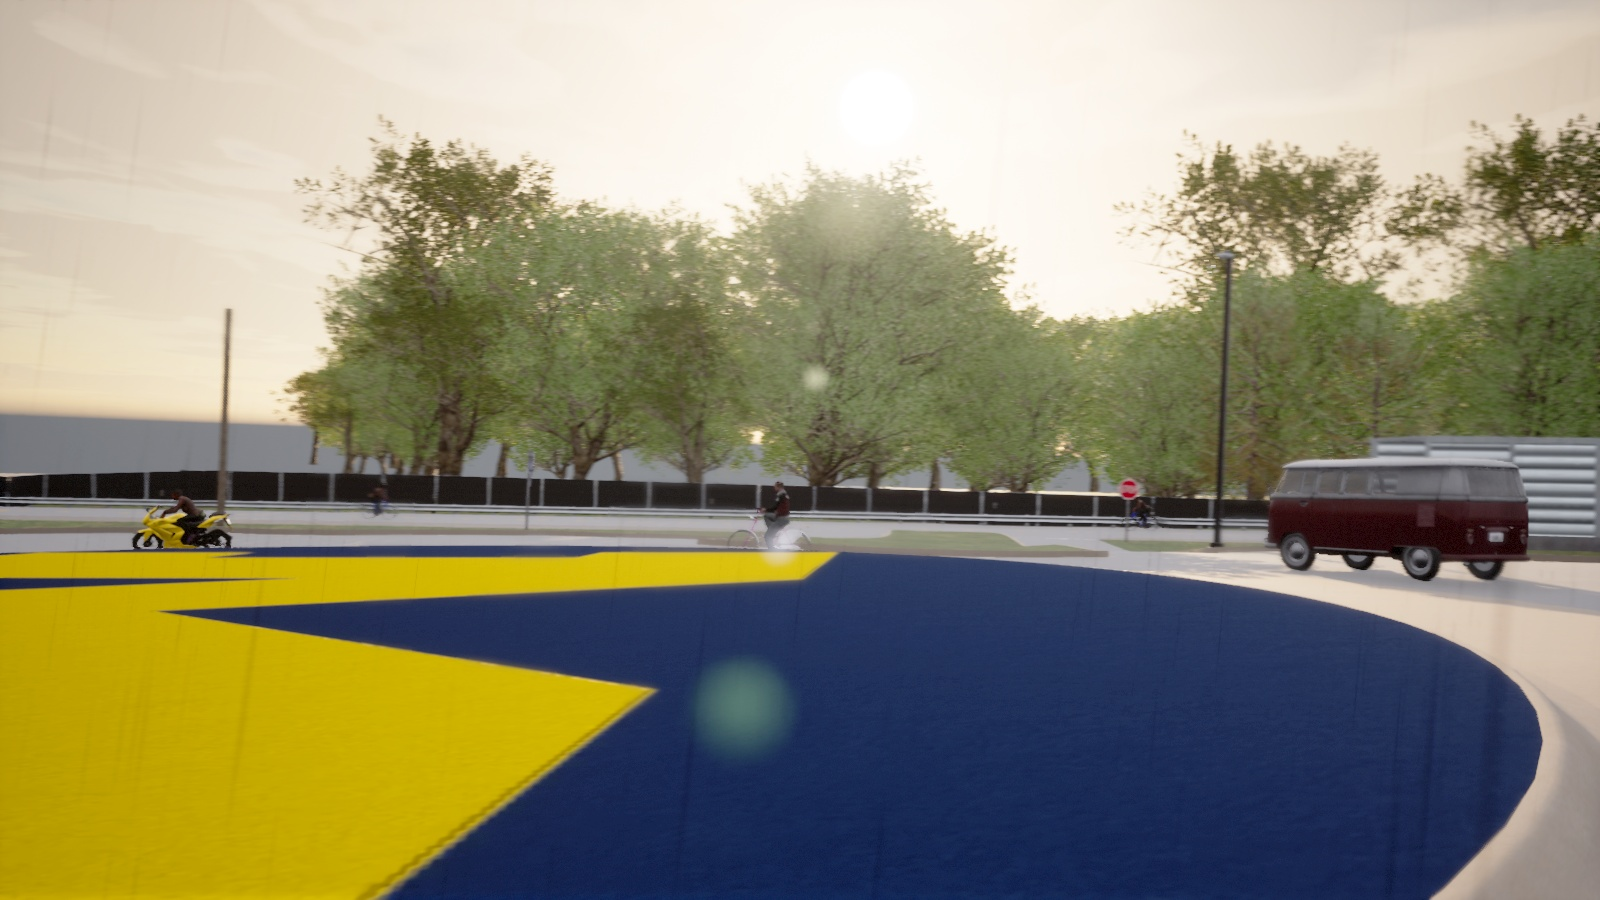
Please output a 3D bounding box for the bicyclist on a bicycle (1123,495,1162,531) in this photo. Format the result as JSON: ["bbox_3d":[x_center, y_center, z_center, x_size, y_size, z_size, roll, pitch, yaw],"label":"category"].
[{"bbox_3d":[15.864,2.905,58.210,1.656,1.620,0.582,0,0,6],"label":"bicyclist on a bicycle"}]

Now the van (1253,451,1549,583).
[{"bbox_3d":[10.012,1.093,21.322,1.775,1.987,4.442,2,-2,-24],"label":"van"}]

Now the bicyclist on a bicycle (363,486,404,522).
[{"bbox_3d":[-19.217,2.500,57.922,1.656,1.620,0.582,1,0,5],"label":"bicyclist on a bicycle"}]

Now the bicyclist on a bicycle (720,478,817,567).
[{"bbox_3d":[-0.660,1.525,26.261,1.843,1.776,0.659,1,-6,16],"label":"bicyclist on a bicycle"}]

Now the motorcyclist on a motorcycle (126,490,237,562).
[{"bbox_3d":[-13.539,1.656,27.554,2.044,1.523,0.797,0,-2,-14],"label":"motorcyclist on a motorcycle"}]
